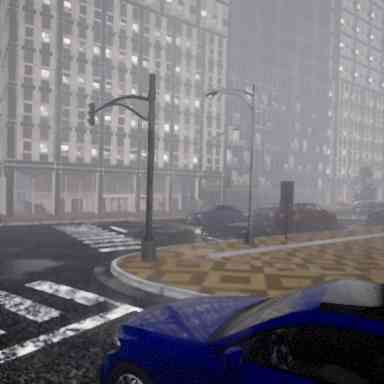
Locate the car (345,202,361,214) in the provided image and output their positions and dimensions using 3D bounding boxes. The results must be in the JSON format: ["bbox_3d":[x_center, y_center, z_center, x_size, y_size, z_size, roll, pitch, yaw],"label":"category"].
[{"bbox_3d":[17.082,1.751,38.406,4.829,1.417,1.752,1,1,-34],"label":"car"}]

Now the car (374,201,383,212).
[{"bbox_3d":[26.580,1.918,44.903,4.206,1.307,1.802,1,1,-34],"label":"car"}]

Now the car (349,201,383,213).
[{"bbox_3d":[21.901,1.847,41.703,4.313,1.339,1.947,1,1,-34],"label":"car"}]

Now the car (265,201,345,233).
[{"bbox_3d":[7.635,1.619,22.395,5.009,1.841,2.192,1,1,-34],"label":"car"}]

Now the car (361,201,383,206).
[{"bbox_3d":[20.053,1.810,37.428,4.902,1.511,2.128,1,1,-34],"label":"car"}]

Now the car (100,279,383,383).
[{"bbox_3d":[1.265,1.524,2.781,4.674,1.442,1.812,0,0,35],"label":"car"}]

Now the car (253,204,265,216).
[{"bbox_3d":[7.863,1.670,32.103,4.403,1.369,2.008,1,1,-34],"label":"car"}]

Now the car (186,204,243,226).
[{"bbox_3d":[1.750,1.633,24.938,4.674,1.442,1.812,1,1,-34],"label":"car"}]

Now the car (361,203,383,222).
[{"bbox_3d":[16.988,1.956,28.799,4.507,1.381,1.887,1,1,-34],"label":"car"}]
